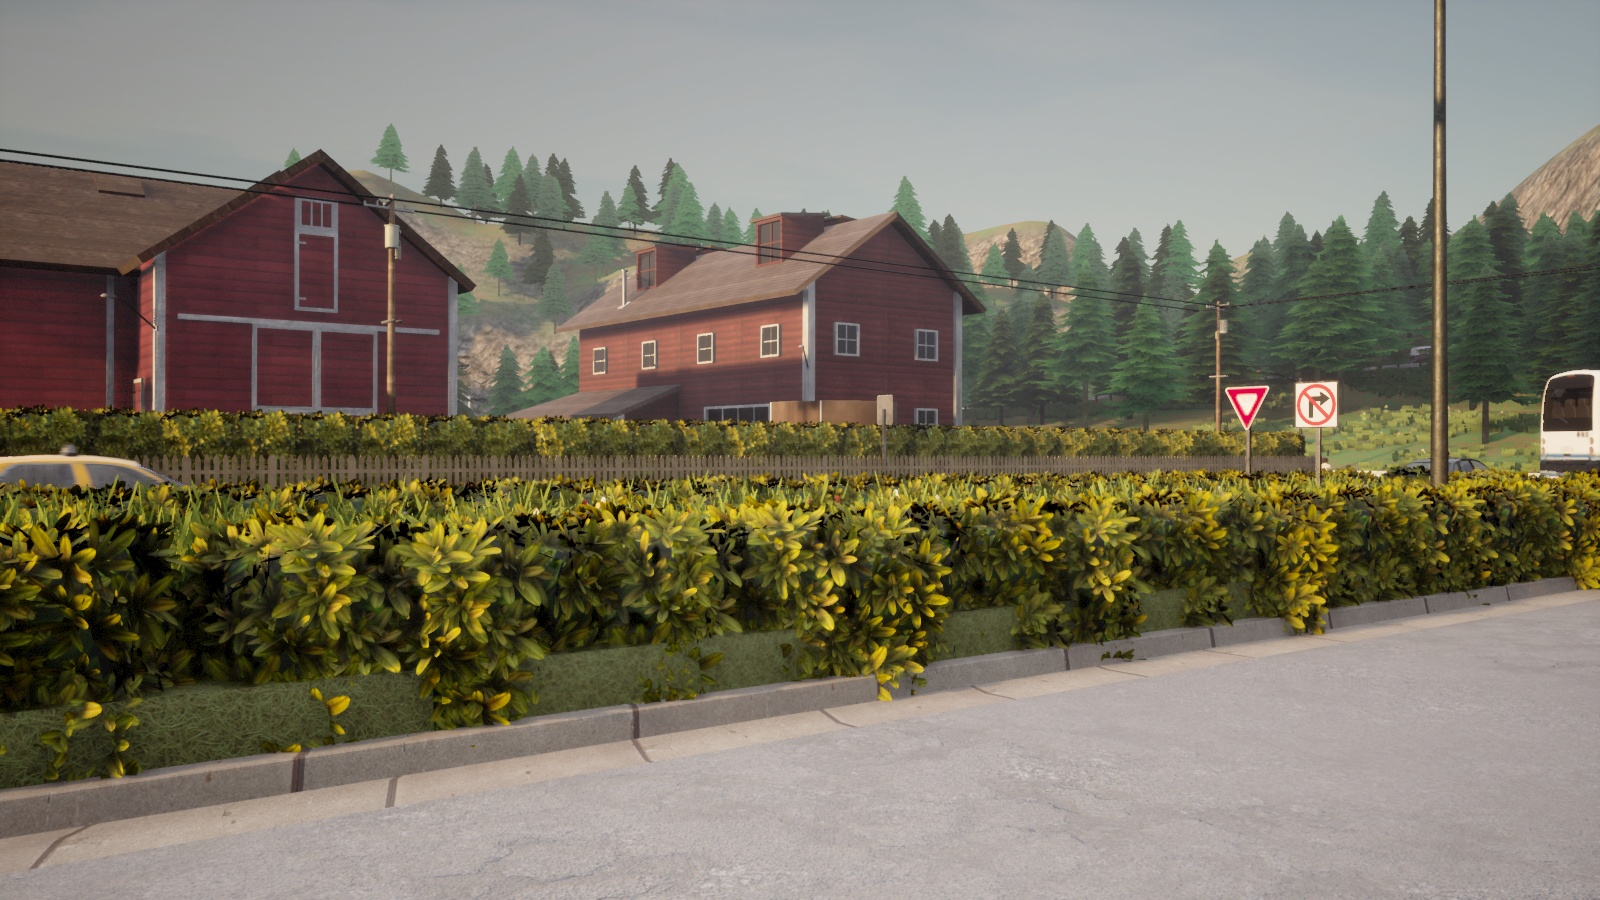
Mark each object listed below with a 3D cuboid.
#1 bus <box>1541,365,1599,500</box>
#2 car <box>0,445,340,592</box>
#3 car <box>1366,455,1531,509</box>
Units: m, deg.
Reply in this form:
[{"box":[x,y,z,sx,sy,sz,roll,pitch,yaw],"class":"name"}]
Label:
[{"box":[30.348,-0.596,40.695,10.273,4.253,3.944,0,0,1],"class":"bus"},{"box":[-8.412,0.738,14.733,5.366,1.575,1.801,0,0,-37],"class":"car"},{"box":[18.166,0.839,35.064,5.357,1.411,2.033,0,0,-38],"class":"car"}]
